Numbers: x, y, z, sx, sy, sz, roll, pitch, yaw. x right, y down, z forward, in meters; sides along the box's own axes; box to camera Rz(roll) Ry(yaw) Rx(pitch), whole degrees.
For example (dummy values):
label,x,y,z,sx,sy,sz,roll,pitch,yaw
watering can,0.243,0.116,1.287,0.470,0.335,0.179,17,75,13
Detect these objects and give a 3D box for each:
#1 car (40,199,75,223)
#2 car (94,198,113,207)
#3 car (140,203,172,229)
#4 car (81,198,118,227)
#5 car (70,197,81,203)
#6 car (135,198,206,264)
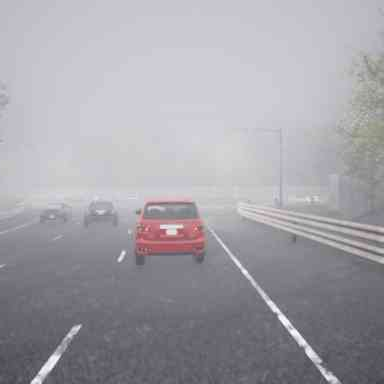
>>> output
label,x,y,z,sx,sy,sz,roll,pitch,yaw
car,-10.417,1.551,25.633,1.812,1.442,4.674,0,0,-14
car,-14.572,1.629,54.660,1.895,1.301,4.718,0,0,-29
car,-2.584,1.526,22.866,1.812,1.442,4.674,0,0,-11
car,-6.283,1.364,23.343,2.097,1.767,4.553,0,0,-12
car,-24.568,1.651,69.622,1.895,1.301,4.718,0,0,-40
car,-0.863,1.220,12.006,2.150,2.045,5.566,0,0,-6
